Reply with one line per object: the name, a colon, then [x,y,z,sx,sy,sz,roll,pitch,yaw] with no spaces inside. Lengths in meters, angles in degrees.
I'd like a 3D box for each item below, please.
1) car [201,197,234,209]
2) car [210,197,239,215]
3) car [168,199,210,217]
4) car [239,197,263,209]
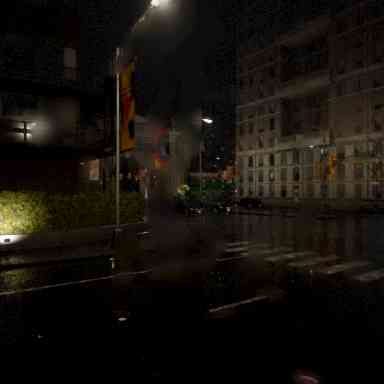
car: [3.516,1.478,46.457,1.882,1.535,5.008,0,0,-35]
car: [2.136,1.491,34.211,2.128,1.511,4.902,0,0,-35]
car: [-0.655,1.526,32.093,1.812,1.442,4.674,0,0,-35]
car: [7.764,1.504,46.505,1.837,1.490,4.892,0,0,-35]
